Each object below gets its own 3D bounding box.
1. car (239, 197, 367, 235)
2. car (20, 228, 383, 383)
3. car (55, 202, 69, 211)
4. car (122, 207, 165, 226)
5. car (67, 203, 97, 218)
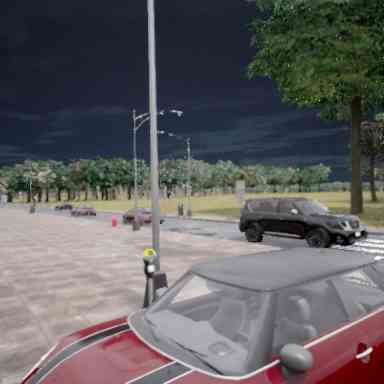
[{"bbox_3d":[4.475,1.246,14.462,2.150,2.045,5.566,-2,0,-36],"label":"car"},{"bbox_3d":[0.488,1.414,3.176,4.097,1.590,1.967,-1,0,-36],"label":"car"},{"bbox_3d":[-21.816,2.440,56.312,1.837,1.490,4.892,-2,0,-36],"label":"car"},{"bbox_3d":[-3.888,1.871,26.187,1.994,1.385,4.181,-2,0,-35],"label":"car"},{"bbox_3d":[-12.532,2.168,38.295,1.994,1.385,4.181,-2,0,-35],"label":"car"}]
